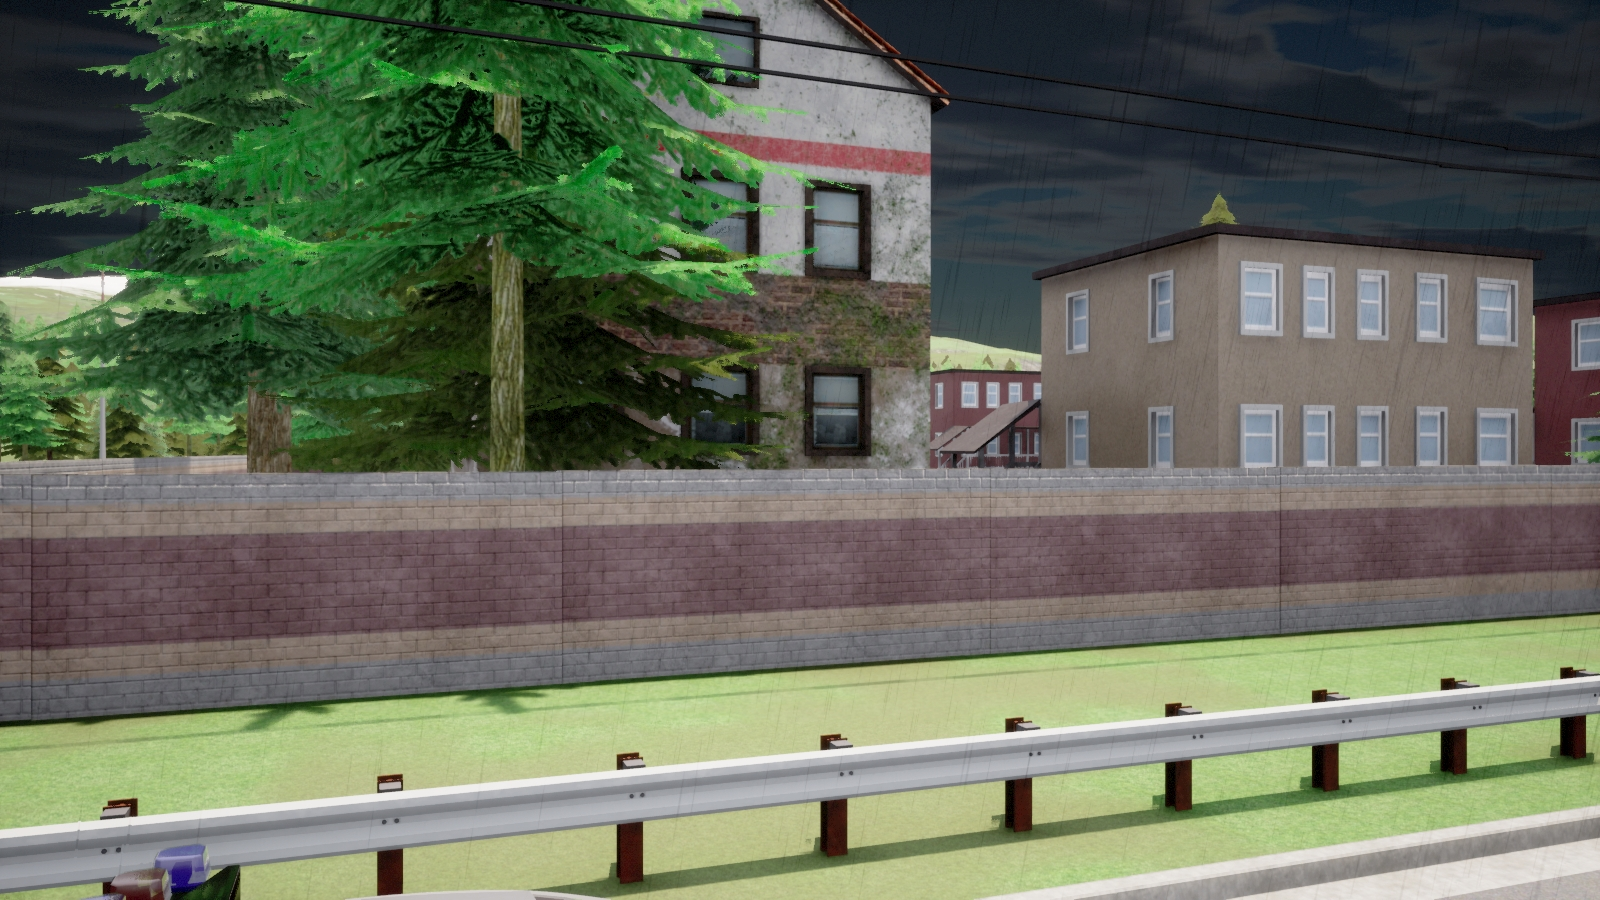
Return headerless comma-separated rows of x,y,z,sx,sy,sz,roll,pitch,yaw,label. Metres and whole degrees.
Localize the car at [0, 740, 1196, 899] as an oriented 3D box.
-1.671,1.982,2.695,5.238,1.638,2.097,0,0,-20,car
